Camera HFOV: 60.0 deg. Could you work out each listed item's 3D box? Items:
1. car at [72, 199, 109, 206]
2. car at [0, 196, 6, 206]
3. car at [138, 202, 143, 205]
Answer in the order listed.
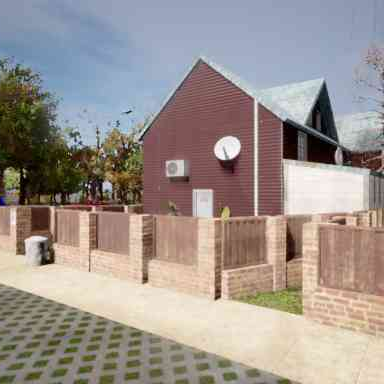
[{"bbox_3d":[-11.174,1.569,35.716,1.882,1.535,5.008,0,0,35],"label":"car"},{"bbox_3d":[-17.812,1.277,26.431,2.150,2.045,5.566,0,-1,36],"label":"car"},{"bbox_3d":[-5.107,1.615,44.186,2.128,1.511,4.902,0,0,36],"label":"car"}]
